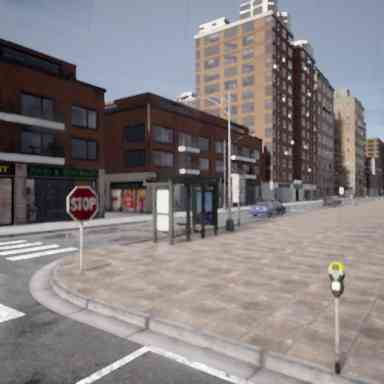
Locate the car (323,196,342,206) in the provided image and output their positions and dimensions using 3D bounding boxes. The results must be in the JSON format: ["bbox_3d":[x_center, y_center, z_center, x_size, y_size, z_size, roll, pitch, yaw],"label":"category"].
[{"bbox_3d":[20.733,1.321,49.075,2.128,1.511,4.902,0,0,36],"label":"car"}]

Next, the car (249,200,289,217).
[{"bbox_3d":[6.903,1.422,29.607,2.033,1.411,5.357,0,0,35],"label":"car"}]
